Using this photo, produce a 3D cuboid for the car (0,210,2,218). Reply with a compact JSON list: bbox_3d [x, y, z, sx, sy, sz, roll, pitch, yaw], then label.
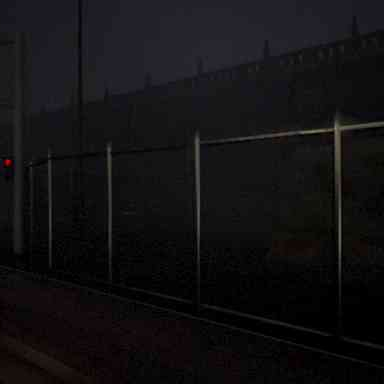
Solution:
[{"bbox_3d":[-17.155,1.415,25.268,2.097,1.767,4.553,0,0,35],"label":"car"}]
